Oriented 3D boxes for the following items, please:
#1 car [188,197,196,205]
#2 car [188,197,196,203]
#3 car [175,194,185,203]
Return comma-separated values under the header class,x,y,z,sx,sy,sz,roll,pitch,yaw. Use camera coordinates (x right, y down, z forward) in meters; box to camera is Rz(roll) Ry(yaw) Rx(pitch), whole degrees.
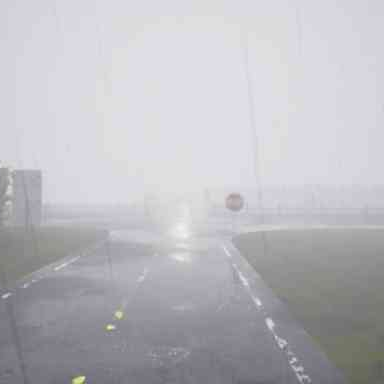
class,x,y,z,sx,sy,sz,roll,pitch,yaw
car,-0.006,2.236,74.719,1.895,1.301,4.718,0,0,0
car,-0.007,2.058,84.695,1.837,1.490,4.892,0,0,0
car,-2.756,1.520,78.833,2.150,2.045,5.566,0,0,0
